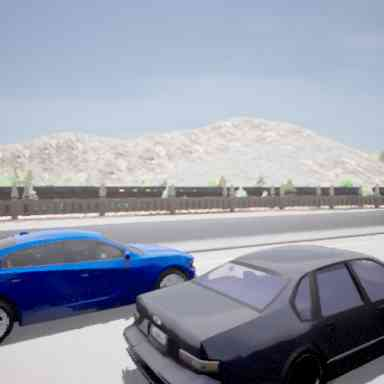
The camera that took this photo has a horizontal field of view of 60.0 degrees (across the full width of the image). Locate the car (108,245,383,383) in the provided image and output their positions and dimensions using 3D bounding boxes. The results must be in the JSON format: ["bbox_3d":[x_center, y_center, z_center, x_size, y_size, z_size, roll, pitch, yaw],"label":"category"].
[{"bbox_3d":[1.779,1.514,4.774,5.357,1.411,2.033,0,0,-32],"label":"car"}]

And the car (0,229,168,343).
[{"bbox_3d":[-2.226,1.448,6.255,5.008,1.535,1.882,0,0,-34],"label":"car"}]
